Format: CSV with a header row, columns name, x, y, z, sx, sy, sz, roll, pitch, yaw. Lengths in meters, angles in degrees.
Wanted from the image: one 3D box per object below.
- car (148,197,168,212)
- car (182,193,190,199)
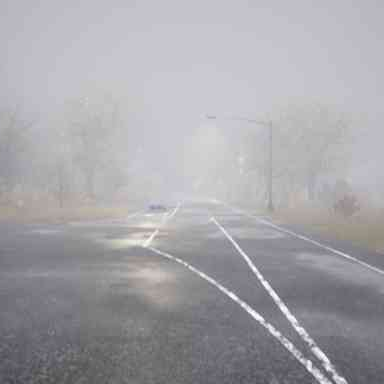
name,x,y,z,sx,sy,sz,roll,pitch,yaw
car,-3.620,1.318,35.922,1.882,1.535,5.008,0,0,0
car,-1.720,1.115,95.257,2.128,1.511,4.902,0,0,3
